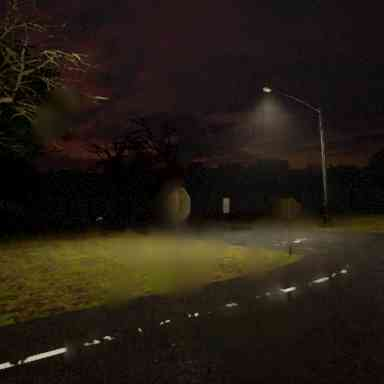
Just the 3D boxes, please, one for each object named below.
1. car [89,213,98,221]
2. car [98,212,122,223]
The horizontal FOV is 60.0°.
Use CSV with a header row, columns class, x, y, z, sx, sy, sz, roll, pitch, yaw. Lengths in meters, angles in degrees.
class,x,y,z,sx,sy,sz,roll,pitch,yaw
car,-17.241,4.482,60.633,2.128,1.511,4.902,-1,-1,-35
car,-13.230,4.249,54.862,2.033,1.411,5.357,-2,-2,-34
